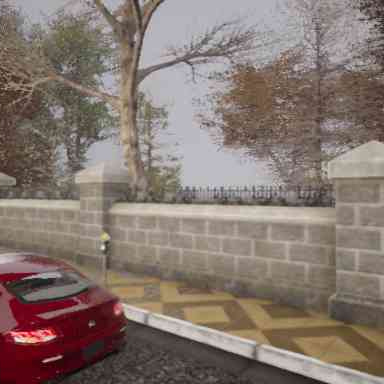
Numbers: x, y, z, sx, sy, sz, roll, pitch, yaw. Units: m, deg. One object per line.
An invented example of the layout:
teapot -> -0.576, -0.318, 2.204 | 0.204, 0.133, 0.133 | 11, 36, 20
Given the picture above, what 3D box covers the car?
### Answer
car -> -2.761, 1.559, 4.852 | 4.206, 1.307, 1.802 | 0, 0, 36
